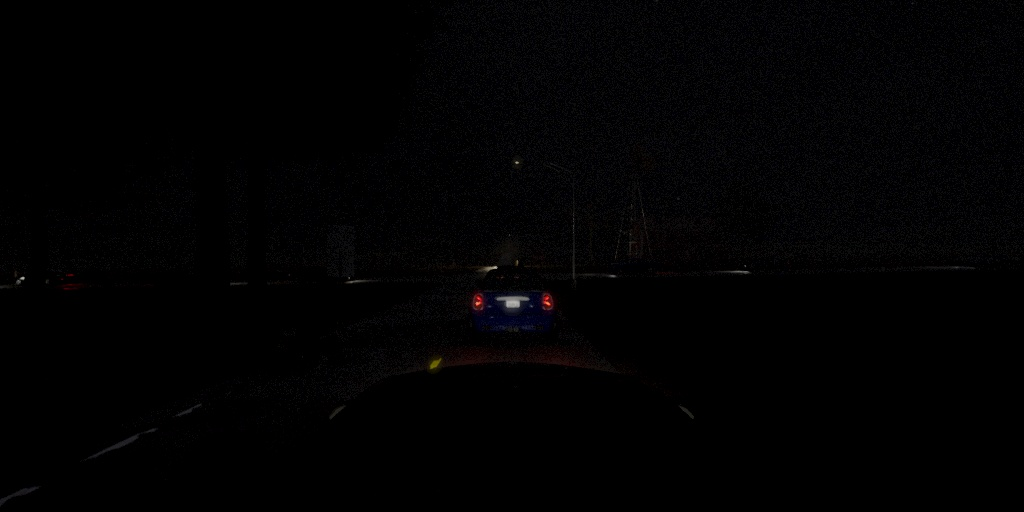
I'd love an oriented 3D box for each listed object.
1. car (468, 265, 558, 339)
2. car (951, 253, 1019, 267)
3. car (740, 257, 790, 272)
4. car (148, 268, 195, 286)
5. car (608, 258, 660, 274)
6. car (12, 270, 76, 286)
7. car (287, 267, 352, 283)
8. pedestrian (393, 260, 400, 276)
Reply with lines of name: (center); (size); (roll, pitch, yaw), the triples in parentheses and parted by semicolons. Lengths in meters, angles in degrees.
car: (-0.001, 1.110, 10.224); (2.097, 1.767, 4.553); (0, 0, -1)
car: (47.954, 0.404, 36.399); (4.718, 1.301, 1.895); (-1, 1, 0)
car: (25.608, 0.832, 36.323); (4.181, 1.385, 1.994); (-1, 1, 0)
car: (-30.391, 1.879, 32.959); (4.902, 1.511, 2.128); (-1, 1, 0)
car: (12.226, 1.014, 36.219); (5.008, 1.535, 1.882); (-1, 1, 0)
car: (-46.500, 2.132, 35.715); (4.892, 1.490, 1.837); (-1, 1, 2)
car: (-17.681, 1.702, 33.055); (5.357, 1.411, 2.033); (-1, 1, 0)
pedestrian: (-12.617, 1.289, 39.061); (0.375, 1.860, 0.375); (0, 2, 0)
